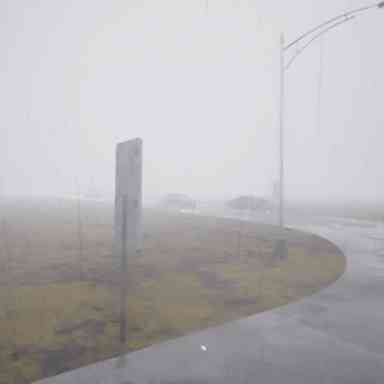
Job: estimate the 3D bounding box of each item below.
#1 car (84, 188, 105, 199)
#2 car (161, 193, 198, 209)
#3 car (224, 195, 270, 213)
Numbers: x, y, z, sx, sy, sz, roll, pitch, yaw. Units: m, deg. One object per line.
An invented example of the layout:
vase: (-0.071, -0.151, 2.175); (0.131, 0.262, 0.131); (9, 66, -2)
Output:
car: (-15.707, 0.144, 53.653); (2.097, 1.767, 4.553); (1, 0, -35)
car: (-1.359, 0.848, 33.186); (1.837, 1.490, 4.892); (1, 1, -35)
car: (4.931, 1.069, 30.349); (1.837, 1.490, 4.892); (1, 1, -34)
